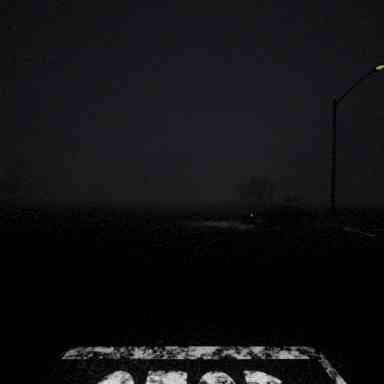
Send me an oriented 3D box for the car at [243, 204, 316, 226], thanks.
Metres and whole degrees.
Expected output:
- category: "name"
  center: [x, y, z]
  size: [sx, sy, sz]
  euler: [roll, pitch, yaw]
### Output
- category: "car"
  center: [6.167, 1.586, 23.586]
  size: [5.008, 1.535, 1.882]
  euler: [1, 1, 0]
